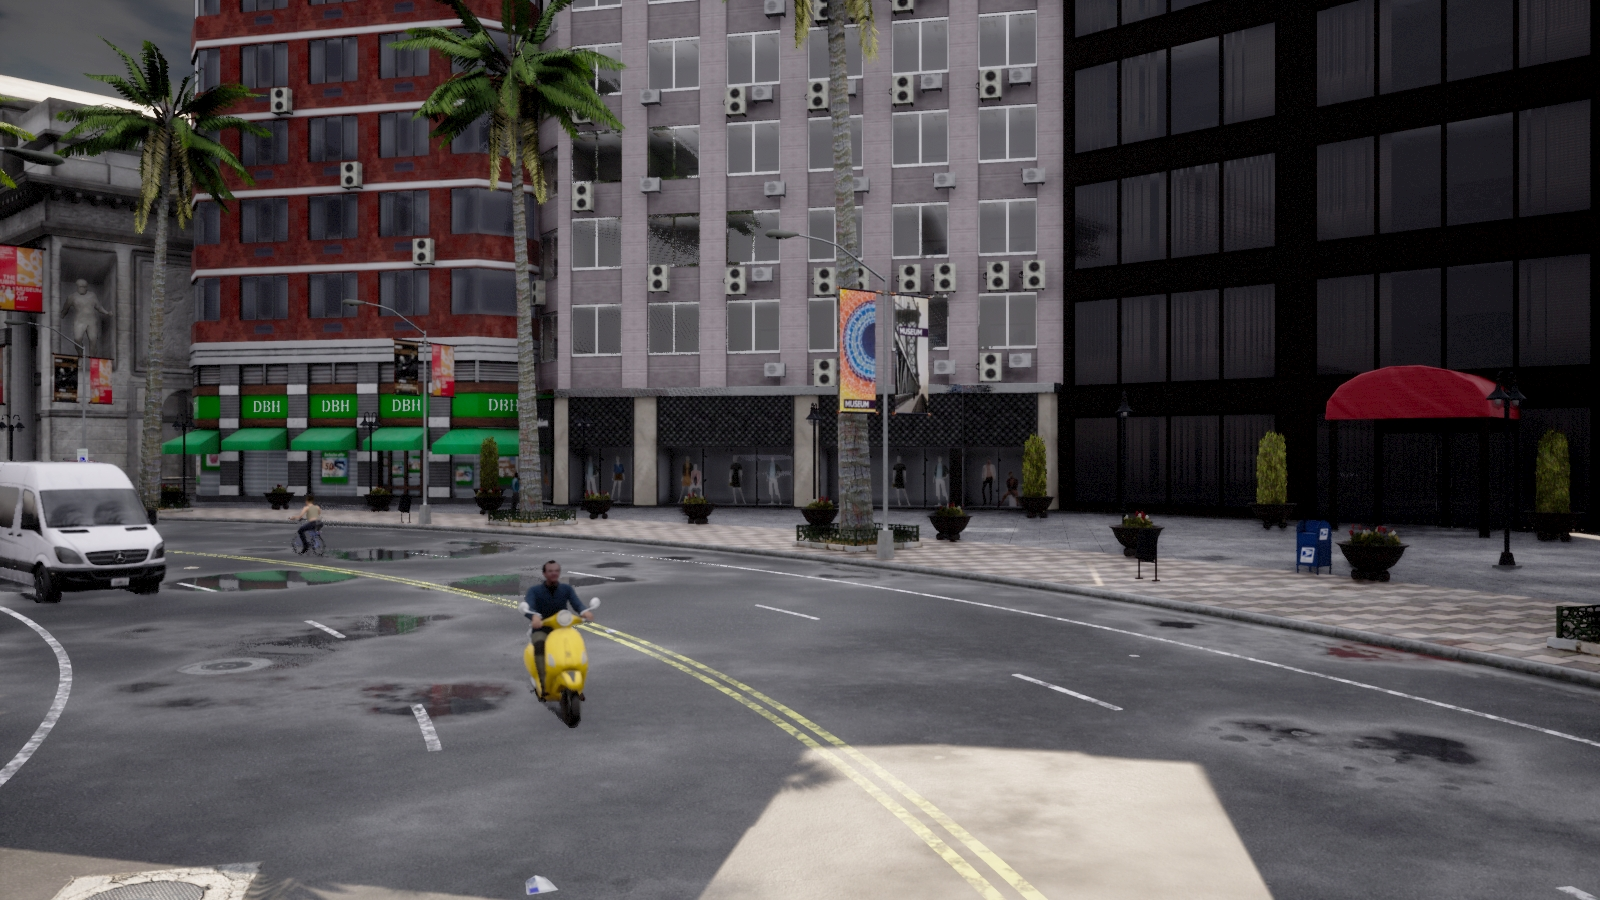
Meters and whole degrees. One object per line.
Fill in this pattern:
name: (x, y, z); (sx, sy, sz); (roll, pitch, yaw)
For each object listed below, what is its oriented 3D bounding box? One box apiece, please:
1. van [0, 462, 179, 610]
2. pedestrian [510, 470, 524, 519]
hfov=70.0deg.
van: (-14.677, 1.534, 22.772); (5.915, 2.561, 1.988); (0, 0, 40)
pedestrian: (-10.819, 1.697, 43.704); (0.375, 1.860, 0.375); (0, 0, 31)
